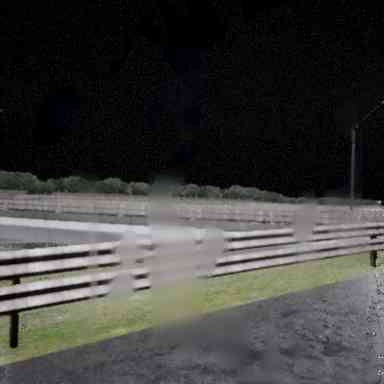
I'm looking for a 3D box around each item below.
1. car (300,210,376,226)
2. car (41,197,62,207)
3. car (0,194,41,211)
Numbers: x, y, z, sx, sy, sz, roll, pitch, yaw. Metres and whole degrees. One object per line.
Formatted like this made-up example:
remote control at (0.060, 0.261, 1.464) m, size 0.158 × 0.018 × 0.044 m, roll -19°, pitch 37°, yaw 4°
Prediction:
car at (10.629, 2.037, 24.145) m, size 5.357 × 1.411 × 2.033 m, roll 2°, pitch -1°, yaw 6°
car at (-17.558, 1.328, 39.351) m, size 4.902 × 1.511 × 2.128 m, roll 1°, pitch -1°, yaw 25°
car at (-19.245, 1.060, 36.288) m, size 4.553 × 1.767 × 2.097 m, roll 1°, pitch -1°, yaw 25°
